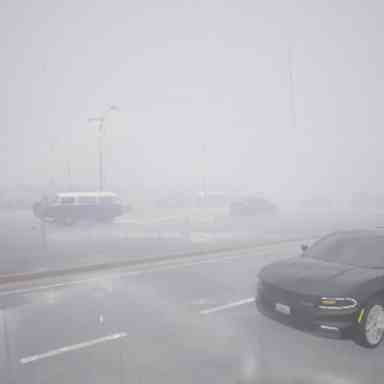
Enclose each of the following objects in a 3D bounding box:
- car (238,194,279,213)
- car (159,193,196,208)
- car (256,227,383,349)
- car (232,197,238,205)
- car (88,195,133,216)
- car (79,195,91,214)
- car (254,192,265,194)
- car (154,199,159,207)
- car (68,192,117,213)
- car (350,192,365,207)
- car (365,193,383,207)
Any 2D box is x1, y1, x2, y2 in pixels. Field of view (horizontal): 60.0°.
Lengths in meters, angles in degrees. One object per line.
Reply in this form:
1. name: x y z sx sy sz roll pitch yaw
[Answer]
1. car: 7.580 1.303 37.797 3.806 1.475 1.970 0 0 -35
2. car: -2.262 1.064 51.532 4.605 1.855 1.932 0 0 -35
3. car: 3.389 1.455 6.400 5.008 1.535 1.882 0 0 -35
4. car: 10.358 1.246 64.046 3.806 1.475 1.970 0 0 -35
5. car: -8.077 1.357 33.773 3.806 1.475 1.970 0 0 -35
6. car: -9.750 1.326 36.136 3.905 1.438 1.784 0 0 -35
7. car: 12.022 1.006 61.677 3.866 1.878 1.905 0 0 -35
8. car: -3.884 1.275 53.933 3.905 1.438 1.784 0 0 -35
9. car: -11.343 1.116 38.296 4.605 1.855 1.932 0 0 -35
10. car: 23.396 1.002 45.686 3.866 1.878 1.905 0 0 -35
11. car: 25.025 0.999 43.293 4.605 1.855 1.932 0 0 -35
